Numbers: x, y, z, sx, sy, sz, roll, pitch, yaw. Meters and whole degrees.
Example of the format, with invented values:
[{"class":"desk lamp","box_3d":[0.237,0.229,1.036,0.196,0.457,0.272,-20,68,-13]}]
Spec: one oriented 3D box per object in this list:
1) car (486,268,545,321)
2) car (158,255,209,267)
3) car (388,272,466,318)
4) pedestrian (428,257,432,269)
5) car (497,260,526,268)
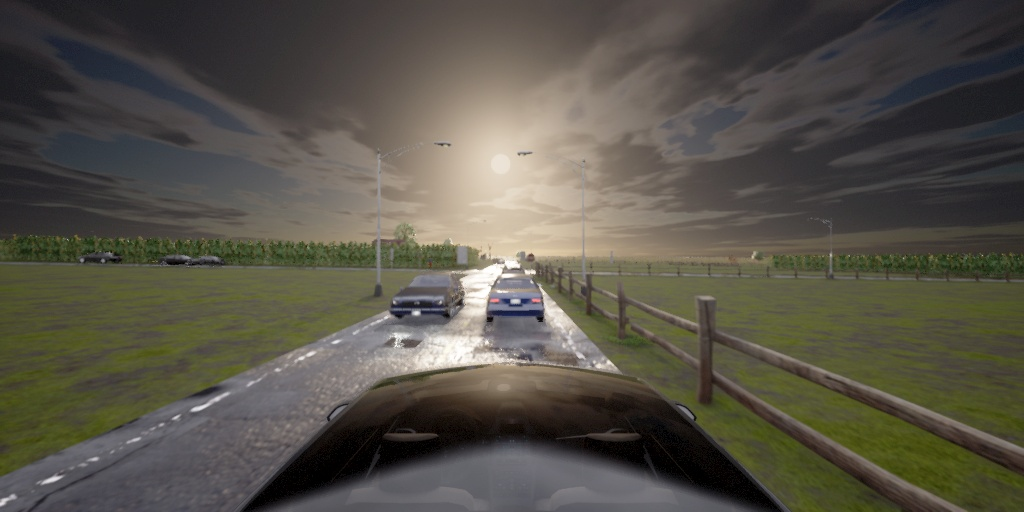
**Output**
[{"class":"car","box_3d":[0.101,1.325,12.566,2.033,1.411,5.357,0,0,0]},{"class":"car","box_3d":[-43.421,0.589,47.130,5.008,1.535,1.882,1,-1,0]},{"class":"car","box_3d":[-2.848,1.327,13.336,2.033,1.411,5.357,0,0,0]},{"class":"pedestrian","box_3d":[-12.161,1.017,53.146,0.375,1.860,0.375,0,-2,0]},{"class":"car","box_3d":[0.101,1.310,28.834,2.128,1.511,4.902,0,0,0]}]
